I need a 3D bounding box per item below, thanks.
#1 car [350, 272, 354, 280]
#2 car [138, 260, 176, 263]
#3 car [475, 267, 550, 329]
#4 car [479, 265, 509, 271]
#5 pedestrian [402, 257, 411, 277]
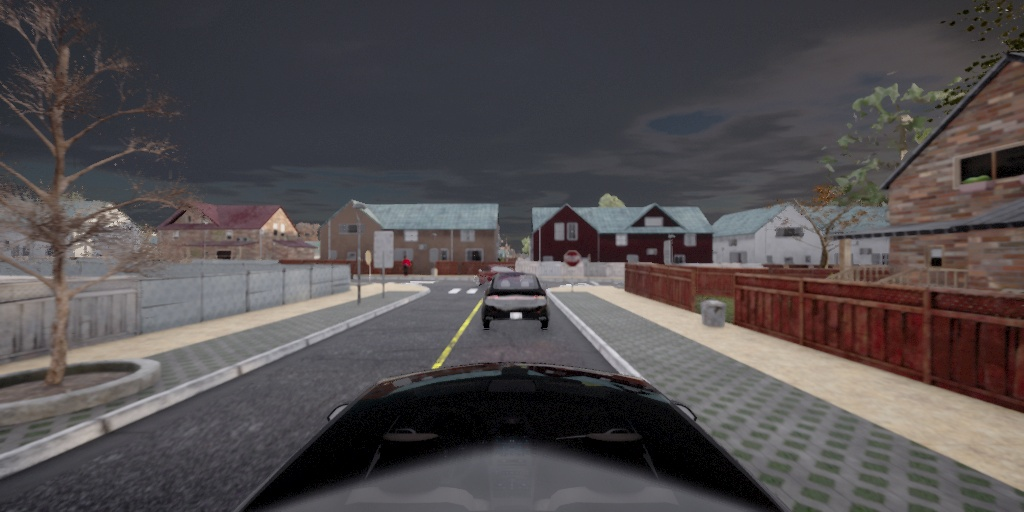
[{"bbox_3d":[-13.759,1.268,25.973,4.181,1.385,1.994,1,0,2],"label":"car"},{"bbox_3d":[-25.596,1.083,26.228,4.892,1.490,1.837,2,0,1],"label":"car"},{"bbox_3d":[0.100,1.272,11.311,2.128,1.511,4.902,0,0,0],"label":"car"},{"bbox_3d":[-1.009,1.293,23.091,1.882,1.535,5.008,1,0,-16],"label":"car"},{"bbox_3d":[-9.358,0.899,31.732,0.375,1.860,0.375,0,-1,1],"label":"pedestrian"}]
